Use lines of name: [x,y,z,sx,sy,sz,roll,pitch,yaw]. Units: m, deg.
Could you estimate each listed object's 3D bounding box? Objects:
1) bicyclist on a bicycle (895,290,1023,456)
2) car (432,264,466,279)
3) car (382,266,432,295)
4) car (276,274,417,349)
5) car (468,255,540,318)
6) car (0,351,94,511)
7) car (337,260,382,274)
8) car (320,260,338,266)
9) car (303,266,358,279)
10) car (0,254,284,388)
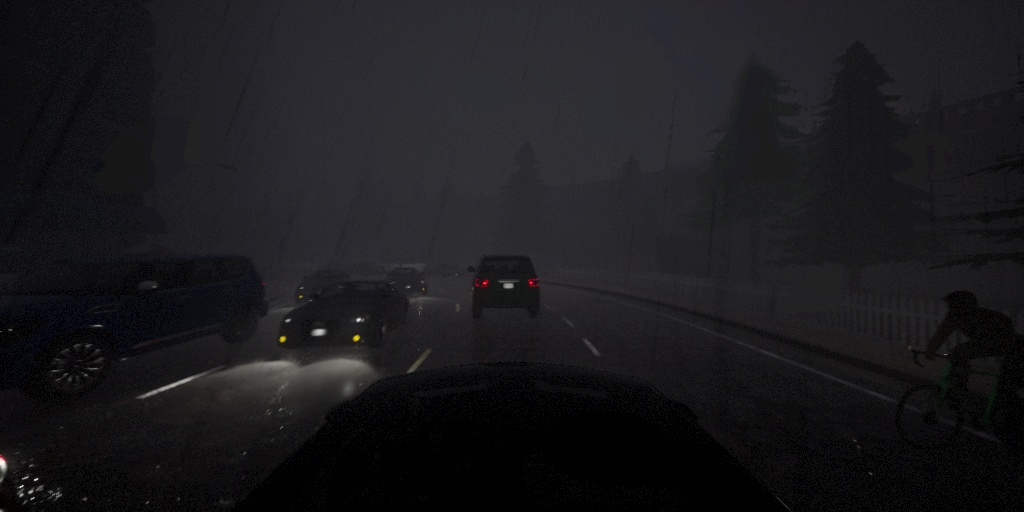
bicyclist on a bicycle: [4.705,1.174,3.631,1.656,1.620,0.582,0,0,0]
car: [-6.372,1.367,33.314,1.895,1.301,4.718,0,0,-42]
car: [-5.764,1.325,19.338,1.994,1.385,4.181,0,0,-21]
car: [-3.915,1.320,9.059,1.994,1.385,4.181,0,0,-3]
car: [-0.419,0.976,13.267,2.150,2.045,5.566,0,0,-7]
car: [-3.657,1.317,0.191,1.994,1.385,4.181,0,0,-1]
car: [-14.736,1.322,35.812,5.357,1.411,2.033,0,0,34]
car: [-20.473,1.259,42.300,5.008,1.535,1.882,0,0,20]
car: [-8.493,1.326,16.581,1.994,1.385,4.181,0,0,-19]
car: [-7.187,0.980,6.773,2.150,2.045,5.566,0,0,-1]
